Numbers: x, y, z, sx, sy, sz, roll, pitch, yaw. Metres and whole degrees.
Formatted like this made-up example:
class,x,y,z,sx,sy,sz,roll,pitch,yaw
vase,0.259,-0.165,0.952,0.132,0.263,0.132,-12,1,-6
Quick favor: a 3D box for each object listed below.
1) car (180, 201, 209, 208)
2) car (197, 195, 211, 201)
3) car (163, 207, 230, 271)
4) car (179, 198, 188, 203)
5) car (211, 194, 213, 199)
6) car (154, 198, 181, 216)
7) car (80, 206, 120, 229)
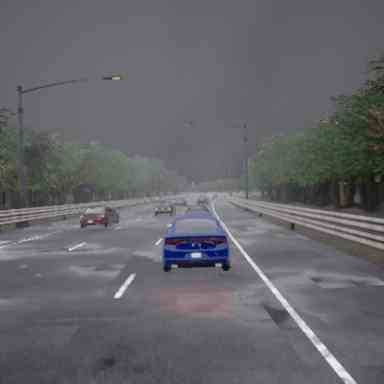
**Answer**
class,x,y,z,sx,sy,sz,roll,pitch,yaw
car,0.376,1.633,24.375,1.994,1.385,4.181,-1,0,1
car,1.950,1.490,60.942,2.097,1.767,4.553,-1,0,4
car,0.133,1.500,11.122,1.882,1.535,5.008,-1,0,1
car,-1.836,1.699,54.296,2.128,1.511,4.902,-1,0,3
car,3.704,1.620,84.769,1.882,1.535,5.008,-1,0,5
car,-2.723,1.720,34.751,2.033,1.411,5.357,-1,0,3
car,-6.545,1.746,23.859,1.812,1.442,4.674,-1,0,1
